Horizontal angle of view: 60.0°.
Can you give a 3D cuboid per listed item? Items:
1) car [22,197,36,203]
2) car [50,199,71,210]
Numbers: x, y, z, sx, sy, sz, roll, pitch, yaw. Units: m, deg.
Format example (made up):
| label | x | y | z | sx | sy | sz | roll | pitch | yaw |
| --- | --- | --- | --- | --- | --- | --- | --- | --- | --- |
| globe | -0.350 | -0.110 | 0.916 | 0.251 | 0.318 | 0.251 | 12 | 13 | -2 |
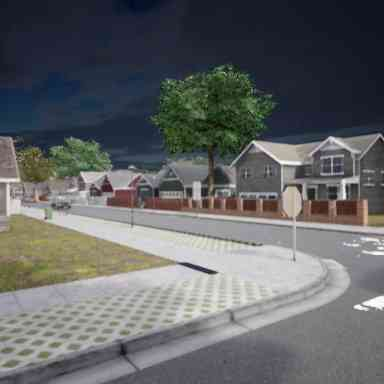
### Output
| label | x | y | z | sx | sy | sz | roll | pitch | yaw |
| --- | --- | --- | --- | --- | --- | --- | --- | --- | --- |
| car | -39.385 | 2.019 | 81.261 | 1.994 | 1.385 | 4.181 | -1 | 0 | -35 |
| car | -18.606 | 1.750 | 46.967 | 2.033 | 1.411 | 5.357 | -1 | 0 | -35 |
